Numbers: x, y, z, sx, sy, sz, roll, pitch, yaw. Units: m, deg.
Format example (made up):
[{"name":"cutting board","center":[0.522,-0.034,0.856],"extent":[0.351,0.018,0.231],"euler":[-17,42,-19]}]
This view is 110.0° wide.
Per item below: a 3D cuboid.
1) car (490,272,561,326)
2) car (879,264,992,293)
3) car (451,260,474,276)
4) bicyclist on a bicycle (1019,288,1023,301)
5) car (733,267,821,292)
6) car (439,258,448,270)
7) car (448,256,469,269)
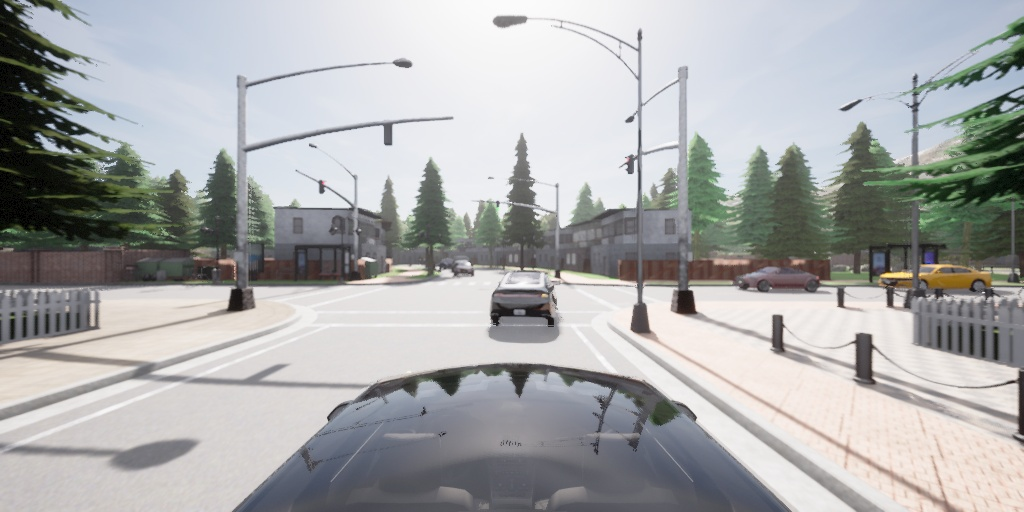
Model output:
[{"name":"car","center":[0.531,1.258,11.790],"extent":[2.128,1.511,4.902],"euler":[0,0,8]},{"name":"car","center":[24.209,1.246,20.647],"extent":[5.008,1.535,1.882],"euler":[0,0,2]},{"name":"car","center":[-4.890,1.342,36.750],"extent":[1.994,1.385,4.181],"euler":[0,0,-7]},{"name":"bicyclist on a bicycle","center":[19.911,1.056,13.289],"extent":[0.582,1.620,1.656],"euler":[0,0,2]},{"name":"car","center":[15.329,1.333,20.911],"extent":[4.181,1.385,1.994],"euler":[0,0,2]},{"name":"car","center":[-9.848,1.164,55.489],"extent":[2.097,1.767,4.553],"euler":[0,0,-24]},{"name":"car","center":[-6.483,1.016,45.917],"extent":[2.150,2.045,5.566],"euler":[0,0,-15]}]
